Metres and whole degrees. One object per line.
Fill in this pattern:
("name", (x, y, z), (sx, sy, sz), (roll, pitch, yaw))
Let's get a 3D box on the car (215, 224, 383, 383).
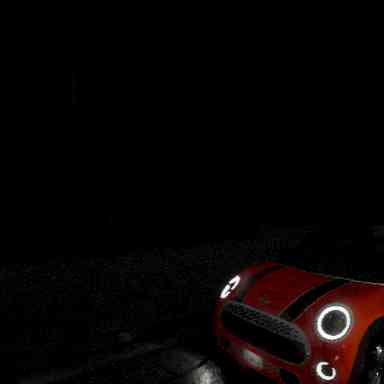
("car", (2.541, 1.350, 5.179), (4.553, 1.767, 2.097), (0, 0, -35))
